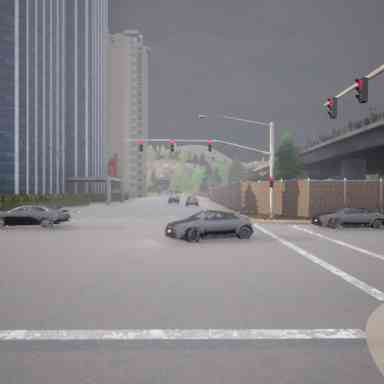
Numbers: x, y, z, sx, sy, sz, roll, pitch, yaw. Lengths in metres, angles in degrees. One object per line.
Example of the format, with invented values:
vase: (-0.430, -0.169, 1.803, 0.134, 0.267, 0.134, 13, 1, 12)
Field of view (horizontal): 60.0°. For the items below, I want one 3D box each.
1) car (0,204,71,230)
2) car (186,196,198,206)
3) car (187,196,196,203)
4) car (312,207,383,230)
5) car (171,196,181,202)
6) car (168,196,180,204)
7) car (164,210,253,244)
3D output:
car: (-10.153, 1.525, 20.926, 4.902, 1.511, 2.128, 0, 0, 0)
car: (0.002, 1.564, 55.828, 1.994, 1.385, 4.181, 0, 0, 0)
car: (-0.126, 1.595, 73.330, 1.895, 1.301, 4.718, 0, 0, 0)
car: (9.828, 1.620, 21.002, 4.181, 1.385, 1.994, 0, 0, 0)
car: (-3.628, 1.540, 74.499, 2.033, 1.411, 5.357, 0, 0, 0)
car: (-3.513, 1.478, 64.282, 1.882, 1.535, 5.008, 0, 0, 0)
car: (0.803, 1.587, 15.832, 4.181, 1.385, 1.994, 0, 0, -22)
